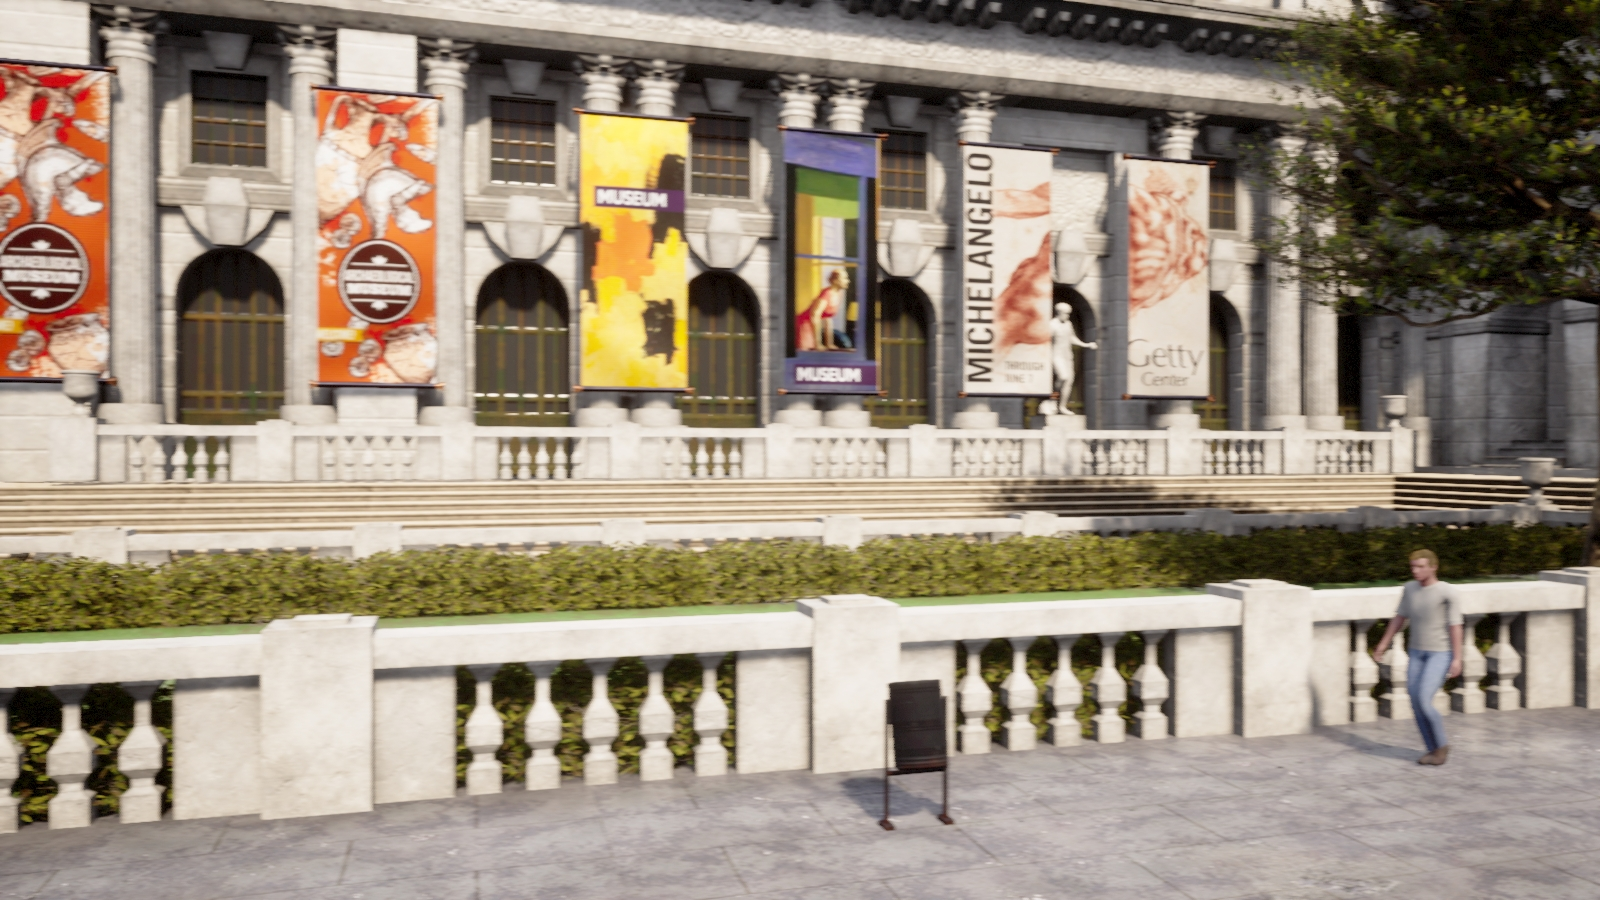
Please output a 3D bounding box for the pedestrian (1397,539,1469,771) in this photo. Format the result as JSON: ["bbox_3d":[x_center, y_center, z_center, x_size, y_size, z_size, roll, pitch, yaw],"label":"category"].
[{"bbox_3d":[5.306,1.692,9.582,0.375,1.860,0.375,0,0,-26],"label":"pedestrian"}]
